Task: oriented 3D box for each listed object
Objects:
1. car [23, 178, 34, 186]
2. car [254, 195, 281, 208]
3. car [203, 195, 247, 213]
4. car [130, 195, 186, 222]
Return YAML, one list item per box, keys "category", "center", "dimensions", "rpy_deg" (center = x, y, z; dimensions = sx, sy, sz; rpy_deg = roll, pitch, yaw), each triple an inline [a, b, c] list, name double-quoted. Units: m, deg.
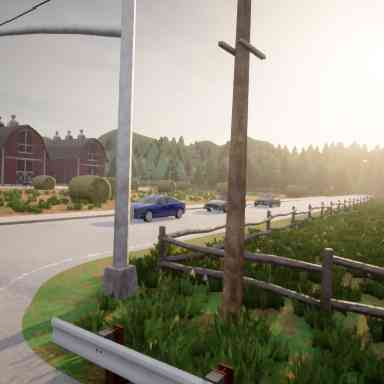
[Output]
- category: "car"
  center: [-38.868, -2.310, 79.365]
  dimensions: [1.905, 1.878, 3.866]
  rpy_deg: [8, 2, -13]
- category: "car"
  center: [8.614, 1.001, 37.795]
  dimensions: [1.994, 1.385, 4.181]
  rpy_deg: [3, 2, 33]
- category: "car"
  center: [3.093, 1.000, 29.443]
  dimensions: [2.033, 1.411, 5.357]
  rpy_deg: [3, 2, 33]
- category: "car"
  center: [-2.351, 0.947, 21.185]
  dimensions: [1.882, 1.535, 5.008]
  rpy_deg: [3, 2, 33]
